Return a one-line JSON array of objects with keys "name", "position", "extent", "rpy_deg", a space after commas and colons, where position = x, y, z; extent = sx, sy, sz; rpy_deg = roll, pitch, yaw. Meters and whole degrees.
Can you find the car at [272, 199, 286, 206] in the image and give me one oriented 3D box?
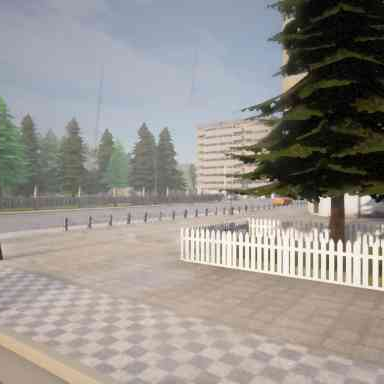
[{"name": "car", "position": [15.431, 1.352, 56.690], "extent": [2.097, 1.767, 4.553], "rpy_deg": [0, 0, 36]}]
